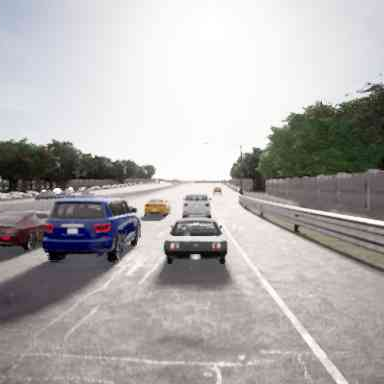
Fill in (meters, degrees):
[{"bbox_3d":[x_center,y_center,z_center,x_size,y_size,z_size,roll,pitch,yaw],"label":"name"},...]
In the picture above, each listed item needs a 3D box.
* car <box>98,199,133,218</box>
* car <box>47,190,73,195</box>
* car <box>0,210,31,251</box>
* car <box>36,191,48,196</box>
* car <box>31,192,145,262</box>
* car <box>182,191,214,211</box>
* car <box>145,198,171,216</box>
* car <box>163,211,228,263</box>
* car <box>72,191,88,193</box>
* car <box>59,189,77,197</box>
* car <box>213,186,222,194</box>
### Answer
[{"bbox_3d":[-6.522,1.357,28.848,1.994,1.385,4.181,0,1,2],"label":"car"},{"bbox_3d":[-19.867,0.803,51.745,2.033,1.411,5.357,0,2,3],"label":"car"},{"bbox_3d":[-6.820,1.476,13.672,1.812,1.442,4.674,0,0,1],"label":"car"},{"bbox_3d":[-23.281,0.566,53.356,2.097,1.767,4.553,0,2,3],"label":"car"},{"bbox_3d":[-3.348,1.181,12.151,2.150,2.045,5.566,0,1,1],"label":"car"},{"bbox_3d":[0.415,1.048,26.795,2.150,2.045,5.566,0,1,2],"label":"car"},{"bbox_3d":[-2.996,1.256,29.652,1.882,1.535,5.008,0,1,2],"label":"car"},{"bbox_3d":[0.147,1.561,11.757,1.895,1.301,4.718,0,0,1],"label":"car"},{"bbox_3d":[-16.372,0.762,51.542,1.837,1.490,4.892,0,2,3],"label":"car"},{"bbox_3d":[-25.334,0.256,68.206,1.812,1.442,4.674,0,2,0],"label":"car"},{"bbox_3d":[6.060,-0.536,79.066,2.097,1.767,4.553,0,2,4],"label":"car"}]
